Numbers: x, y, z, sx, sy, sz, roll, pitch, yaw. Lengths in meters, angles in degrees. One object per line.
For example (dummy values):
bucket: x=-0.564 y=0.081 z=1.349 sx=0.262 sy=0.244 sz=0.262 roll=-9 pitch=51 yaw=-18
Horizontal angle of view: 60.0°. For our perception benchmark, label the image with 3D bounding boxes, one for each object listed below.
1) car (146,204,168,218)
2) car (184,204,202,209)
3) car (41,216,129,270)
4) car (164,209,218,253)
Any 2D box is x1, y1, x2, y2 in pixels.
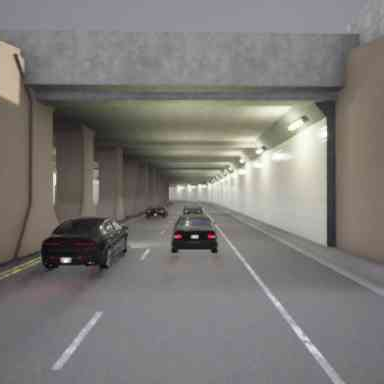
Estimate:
car: x=-3.414 y=1.879 z=33.379 sx=1.895 sy=1.301 sz=4.718 roll=0 pitch=0 yaw=0
car: x=0.086 y=1.879 z=33.377 sx=1.895 sy=1.301 sz=4.718 roll=0 pitch=0 yaw=0
car: x=-3.403 y=1.602 z=11.401 sx=1.837 sy=1.490 sz=4.892 roll=0 pitch=0 yaw=0
car: x=0.095 y=1.668 z=14.325 sx=2.033 sy=1.411 sz=5.357 roll=0 pitch=0 yaw=0
